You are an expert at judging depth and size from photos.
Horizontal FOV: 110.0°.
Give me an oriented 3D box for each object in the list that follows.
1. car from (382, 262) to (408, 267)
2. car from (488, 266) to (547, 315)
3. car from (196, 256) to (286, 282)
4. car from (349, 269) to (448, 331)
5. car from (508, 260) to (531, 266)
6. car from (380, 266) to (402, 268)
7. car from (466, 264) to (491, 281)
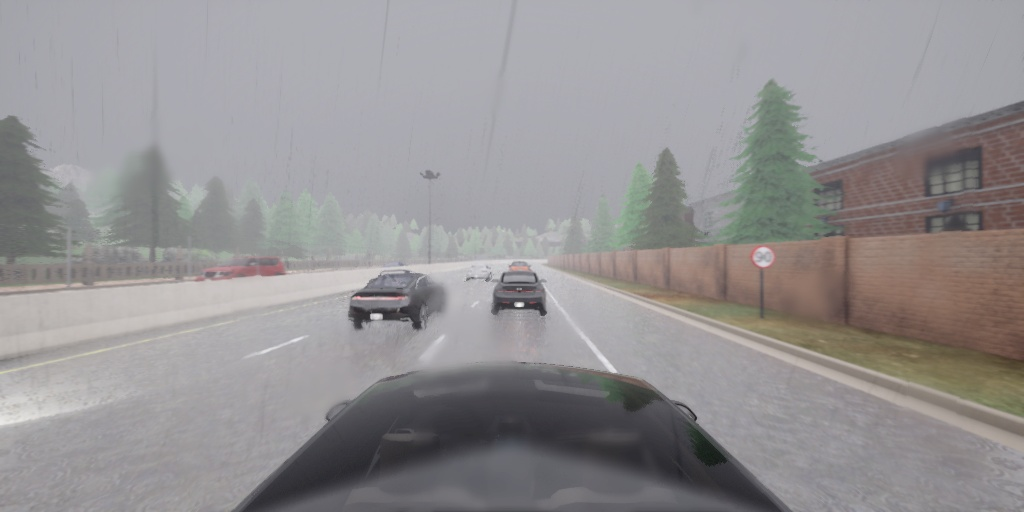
[{"bbox_3d":[-13.303,1.385,40.513,1.882,1.535,5.008,0,-1,2],"label":"car"},{"bbox_3d":[0.284,1.314,13.935,1.837,1.490,4.892,0,0,1],"label":"car"},{"bbox_3d":[-17.216,1.042,23.248,2.150,2.045,5.566,0,0,1],"label":"car"},{"bbox_3d":[-3.274,1.281,11.216,2.128,1.511,4.902,0,0,1],"label":"car"},{"bbox_3d":[0.699,1.250,33.277,2.097,1.767,4.553,0,0,1],"label":"car"},{"bbox_3d":[-6.572,1.429,20.989,1.895,1.301,4.718,0,0,1],"label":"car"},{"bbox_3d":[-2.841,1.409,31.390,1.812,1.442,4.674,0,0,1],"label":"car"}]
